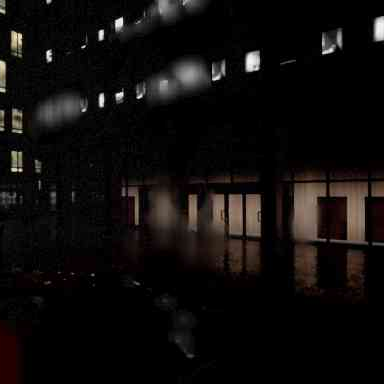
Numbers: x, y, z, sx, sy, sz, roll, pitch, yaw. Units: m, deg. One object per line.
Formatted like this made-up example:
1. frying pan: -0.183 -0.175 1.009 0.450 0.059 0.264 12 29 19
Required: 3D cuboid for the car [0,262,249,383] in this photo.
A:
1. car: -1.546 1.545 4.001 4.507 1.381 1.887 0 0 36
